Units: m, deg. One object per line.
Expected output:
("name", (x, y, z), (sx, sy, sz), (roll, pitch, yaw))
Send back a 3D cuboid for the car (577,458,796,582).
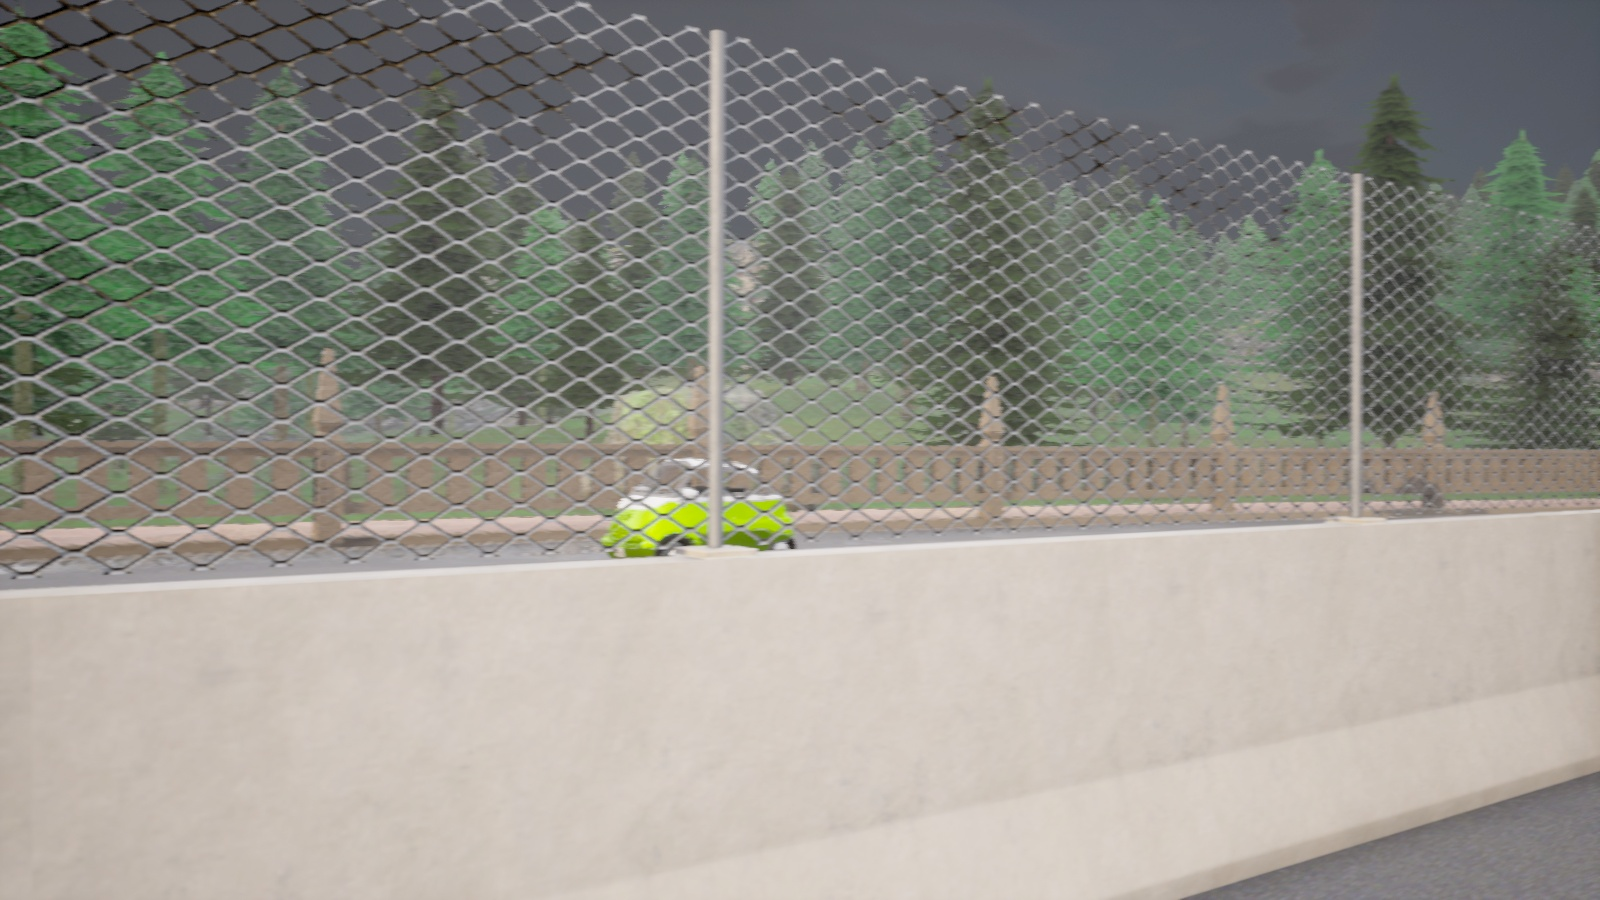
("car", (-1.372, 0.784, 15.146), (2.207, 1.376, 1.481), (0, 0, -31))
